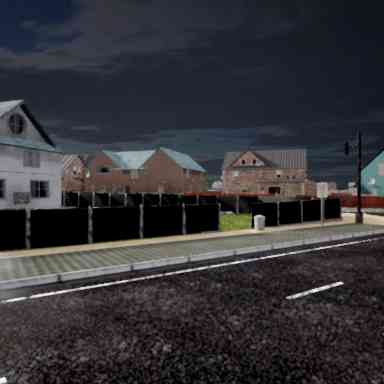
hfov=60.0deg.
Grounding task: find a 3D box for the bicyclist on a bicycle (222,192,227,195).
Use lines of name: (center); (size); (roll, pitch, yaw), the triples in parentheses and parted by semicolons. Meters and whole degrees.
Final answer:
bicyclist on a bicycle: (3.783, 0.775, 38.689); (0.582, 1.620, 1.656); (1, 1, 19)
